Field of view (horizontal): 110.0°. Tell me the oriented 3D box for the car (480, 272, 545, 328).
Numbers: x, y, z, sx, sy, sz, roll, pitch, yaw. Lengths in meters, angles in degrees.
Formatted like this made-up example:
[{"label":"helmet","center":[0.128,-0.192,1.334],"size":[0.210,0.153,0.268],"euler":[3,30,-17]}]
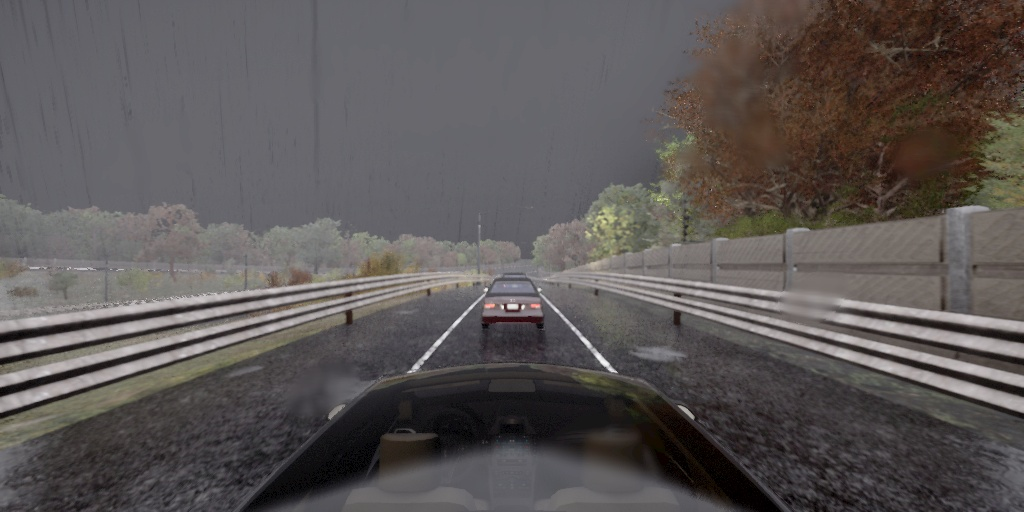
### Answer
[{"label":"car","center":[0.020,1.405,11.762],"size":[2.033,1.411,5.357],"euler":[0,-1,0]}]
